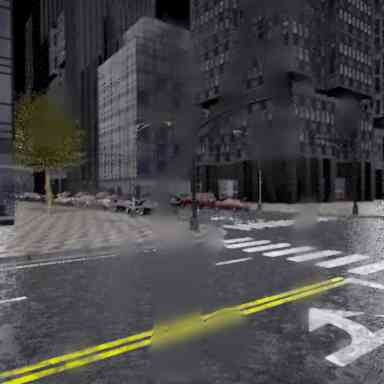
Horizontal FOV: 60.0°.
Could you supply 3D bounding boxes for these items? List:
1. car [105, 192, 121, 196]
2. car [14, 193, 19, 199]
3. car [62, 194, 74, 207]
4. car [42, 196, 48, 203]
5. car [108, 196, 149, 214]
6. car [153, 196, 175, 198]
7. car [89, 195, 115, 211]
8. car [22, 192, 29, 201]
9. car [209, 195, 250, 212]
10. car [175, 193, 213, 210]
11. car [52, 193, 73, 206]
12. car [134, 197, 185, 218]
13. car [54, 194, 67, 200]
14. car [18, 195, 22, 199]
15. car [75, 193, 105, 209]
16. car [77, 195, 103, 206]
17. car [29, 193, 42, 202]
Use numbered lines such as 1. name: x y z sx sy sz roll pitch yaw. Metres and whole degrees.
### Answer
1. car: -12.759 1.182 55.902 1.887 1.381 4.507 -1 1 -36
2. car: -39.713 1.283 78.071 1.802 1.307 4.206 -1 1 -36
3. car: -16.272 1.348 46.308 1.802 1.307 4.206 -1 1 -36
4. car: -22.971 1.309 55.383 1.947 1.339 4.313 -1 1 -36
5. car: -6.226 1.376 32.696 1.947 1.339 4.313 -1 1 -36
6. car: -2.714 1.244 42.292 1.947 1.339 4.313 -1 1 -36
7. car: -9.575 1.376 37.233 1.802 1.307 4.206 -1 1 -36
8. car: -33.019 1.032 68.994 2.192 1.841 5.009 -1 1 -36
9. car: 3.983 1.295 33.218 1.802 1.307 4.206 -1 1 -36
10. car: 0.632 1.009 37.753 2.192 1.841 5.009 -1 1 -36
11. car: -19.520 1.279 50.708 1.752 1.417 4.829 -1 1 -36
12. car: -2.877 1.395 28.158 1.947 1.339 4.313 -1 1 -36
13. car: -32.950 1.110 83.260 1.752 1.417 4.829 -1 1 -36
14. car: -36.366 1.274 73.534 1.947 1.339 4.313 -1 1 -36
15. car: -12.924 1.219 41.769 1.967 1.590 4.097 -1 1 -36
16. car: -15.312 1.270 49.703 2.033 1.411 5.357 -1 1 -36
17. car: -29.668 1.270 64.458 1.887 1.381 4.507 -1 1 -36
